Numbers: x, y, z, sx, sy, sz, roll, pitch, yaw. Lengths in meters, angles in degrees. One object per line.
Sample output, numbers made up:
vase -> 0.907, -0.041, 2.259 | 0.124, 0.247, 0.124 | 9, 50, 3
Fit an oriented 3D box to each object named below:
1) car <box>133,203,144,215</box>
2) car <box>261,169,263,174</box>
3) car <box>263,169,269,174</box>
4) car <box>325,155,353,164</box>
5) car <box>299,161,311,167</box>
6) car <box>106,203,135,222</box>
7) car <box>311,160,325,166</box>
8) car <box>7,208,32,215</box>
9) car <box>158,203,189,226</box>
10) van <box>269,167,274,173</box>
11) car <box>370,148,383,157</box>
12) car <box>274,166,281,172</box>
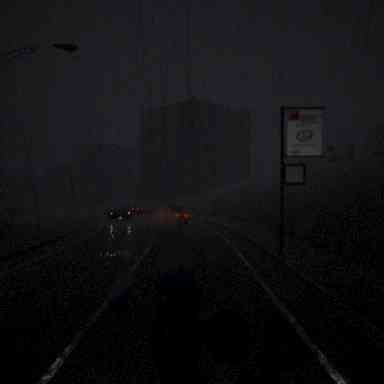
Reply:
car -> -7.593, 2.086, 41.266 | 2.033, 1.411, 5.357 | -1, -1, -29
car -> 20.543, -5.309, 92.098 | 2.435, 2.045, 5.566 | 0, 1, -1
car -> 20.663, -4.954, 86.616 | 2.002, 1.452, 4.674 | 0, 1, -1
car -> 21.501, -4.538, 47.879 | 2.185, 1.767, 4.553 | 0, 1, -1
car -> 21.259, -4.724, 59.045 | 2.185, 1.767, 4.553 | 0, 1, -1
car -> -6.624, 1.889, 29.756 | 1.895, 1.301, 4.718 | 0, -1, -18
car -> 21.382, -4.464, 53.373 | 2.002, 1.452, 4.674 | 0, 1, -1
car -> -32.264, 3.637, 62.001 | 5.357, 1.411, 2.033 | -4, -1, 30
car -> -1.496, 1.606, 24.699 | 1.801, 1.575, 5.366 | 0, -1, -11
van -> 20.784, -5.149, 80.971 | 1.878, 1.987, 4.442 | 0, 1, -1
car -> 21.737, -4.227, 36.944 | 2.231, 1.521, 4.892 | 0, 1, -1
car -> 20.900, -4.849, 75.578 | 2.231, 1.521, 4.892 | 0, 1, -1
